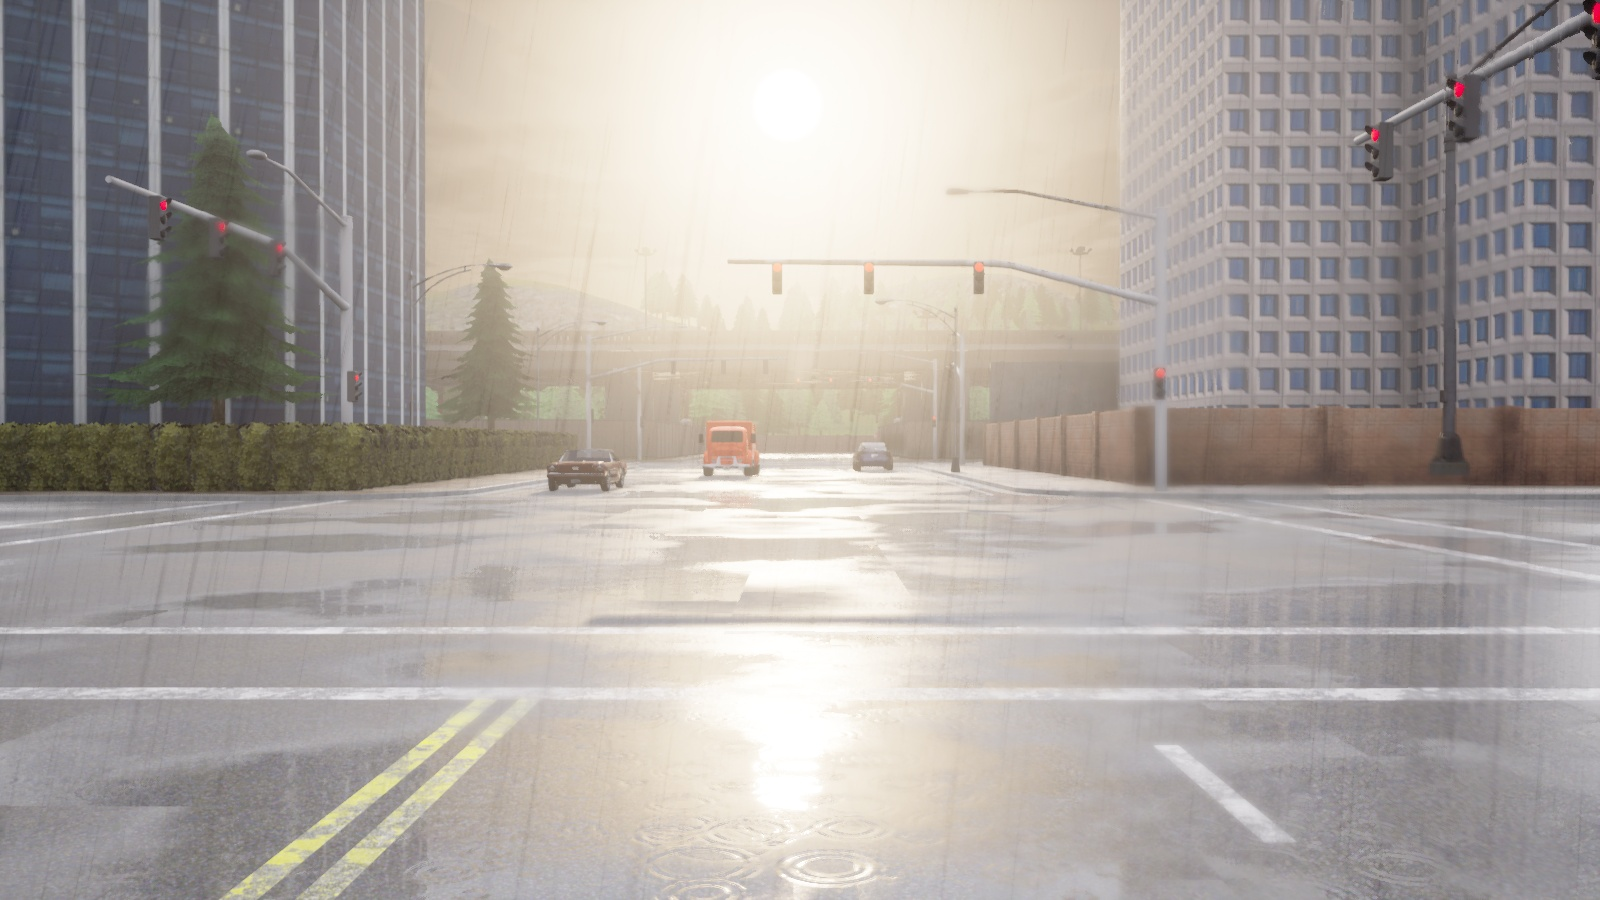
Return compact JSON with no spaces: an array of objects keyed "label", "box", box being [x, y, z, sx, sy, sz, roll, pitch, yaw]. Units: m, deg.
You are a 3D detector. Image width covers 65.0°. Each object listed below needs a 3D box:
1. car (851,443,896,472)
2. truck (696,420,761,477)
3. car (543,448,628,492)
[{"label":"car","box":[3.876,0.355,67.134,2.163,1.488,4.792,0,0,0]},{"label":"truck","box":[-3.178,-0.078,57.014,2.627,2.467,5.204,0,0,0]},{"label":"car","box":[-6.769,0.605,40.157,1.895,1.301,4.718,0,0,0]}]
